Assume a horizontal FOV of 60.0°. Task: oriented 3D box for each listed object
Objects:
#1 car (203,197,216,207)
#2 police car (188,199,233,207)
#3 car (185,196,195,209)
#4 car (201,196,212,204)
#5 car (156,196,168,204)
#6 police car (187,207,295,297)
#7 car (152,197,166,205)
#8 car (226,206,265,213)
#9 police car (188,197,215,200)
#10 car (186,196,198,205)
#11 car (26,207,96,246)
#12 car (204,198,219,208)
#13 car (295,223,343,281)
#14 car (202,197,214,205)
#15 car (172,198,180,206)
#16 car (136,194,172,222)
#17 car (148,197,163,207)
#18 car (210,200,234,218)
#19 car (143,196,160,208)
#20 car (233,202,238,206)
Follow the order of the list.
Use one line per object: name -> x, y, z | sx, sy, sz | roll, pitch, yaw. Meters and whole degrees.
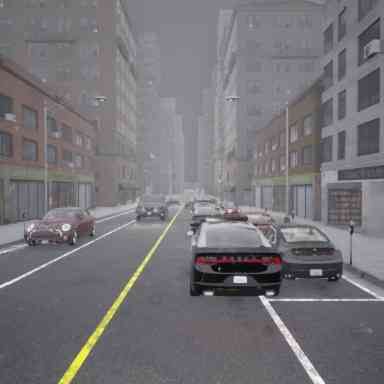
car -> 2.738, 1.559, 53.591 | 1.887, 1.381, 4.507 | -1, 0, 0
police car -> 0.890, 1.425, 18.762 | 1.930, 1.638, 5.238 | 0, 0, 0
car -> -0.001, 1.535, 45.195 | 1.812, 1.442, 4.674 | 0, 0, 0
car -> 2.736, 1.567, 64.602 | 1.887, 1.381, 4.507 | -1, 0, 0
car -> -5.789, 1.567, 64.600 | 1.887, 1.381, 4.507 | -1, 0, 0
police car -> 0.896, 1.424, 8.761 | 1.930, 1.638, 5.238 | 0, 0, 0
car -> -5.788, 1.569, 59.095 | 2.008, 1.369, 4.403 | -1, 0, 0
car -> 2.747, 1.544, 15.055 | 1.887, 1.381, 4.507 | -1, 0, 0
police car -> 0.892, 1.426, 24.762 | 1.930, 1.638, 5.238 | 0, 0, 0
car -> -0.015, 1.510, 58.960 | 2.128, 1.511, 4.902 | 0, 0, 0
car -> -5.780, 1.439, 15.053 | 1.967, 1.590, 4.097 | -1, 0, 0
car -> 2.740, 1.577, 48.086 | 1.947, 1.339, 4.313 | -1, 0, 0
car -> 2.748, 1.549, 9.550 | 2.008, 1.369, 4.403 | -1, 0, 0
car -> 2.737, 1.563, 59.096 | 1.887, 1.381, 4.507 | -1, 0, 0
car -> -3.014, 1.617, 55.685 | 1.895, 1.301, 4.718 | 0, 0, 0
car -> -3.110, 1.222, 26.979 | 2.150, 2.045, 5.566 | 0, 0, 0
car -> -5.787, 1.580, 53.590 | 1.947, 1.339, 4.313 | -1, 0, 0
car -> 2.743, 1.548, 31.571 | 1.887, 1.381, 4.507 | -1, 0, 0
car -> -5.787, 1.451, 48.084 | 1.967, 1.590, 4.097 | -1, 0, 0
car -> 2.743, 1.441, 26.066 | 1.967, 1.590, 4.097 | -1, 0, 0
